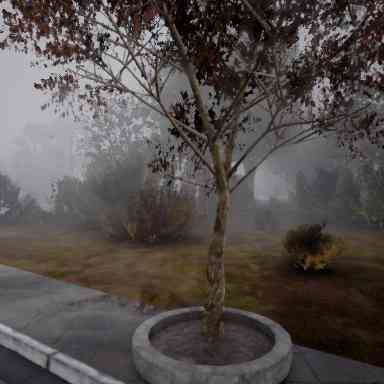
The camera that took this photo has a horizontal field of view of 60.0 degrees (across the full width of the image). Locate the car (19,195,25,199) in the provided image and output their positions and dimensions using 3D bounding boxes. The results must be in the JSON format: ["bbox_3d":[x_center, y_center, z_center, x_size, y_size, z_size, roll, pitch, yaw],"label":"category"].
[{"bbox_3d":[-22.628,1.174,43.321,1.837,1.490,4.892,1,0,32],"label":"car"}]
